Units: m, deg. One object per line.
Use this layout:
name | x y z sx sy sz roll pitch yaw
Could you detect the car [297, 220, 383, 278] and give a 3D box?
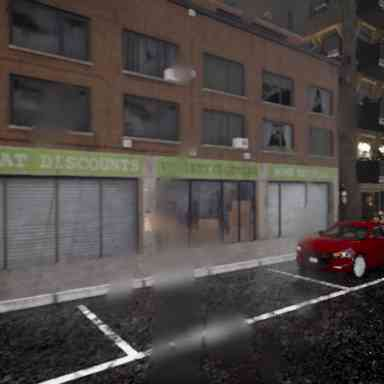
car | 5.075 1.578 10.190 4.507 1.381 1.887 0 -1 -35
